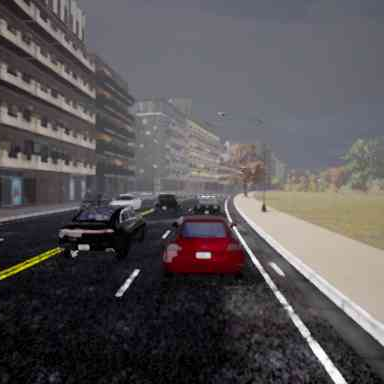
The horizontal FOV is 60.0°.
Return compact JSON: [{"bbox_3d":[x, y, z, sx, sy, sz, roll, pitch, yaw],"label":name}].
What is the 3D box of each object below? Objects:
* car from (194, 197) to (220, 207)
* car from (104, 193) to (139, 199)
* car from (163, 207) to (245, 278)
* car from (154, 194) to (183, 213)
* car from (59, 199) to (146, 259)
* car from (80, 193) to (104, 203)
[{"bbox_3d":[1.207,1.048,25.332,1.895,1.301,4.718,0,1,4],"label":"car"},{"bbox_3d":[-5.348,0.929,27.168,1.812,1.442,4.674,0,1,4],"label":"car"},{"bbox_3d":[0.340,1.349,9.484,1.994,1.385,4.181,0,1,2],"label":"car"},{"bbox_3d":[-1.887,0.906,27.420,1.837,1.490,4.892,0,1,5],"label":"car"},{"bbox_3d":[-2.833,1.231,11.443,2.128,1.511,4.902,0,1,2],"label":"car"},{"bbox_3d":[-8.416,0.856,29.728,1.837,1.490,4.892,0,1,5],"label":"car"}]
